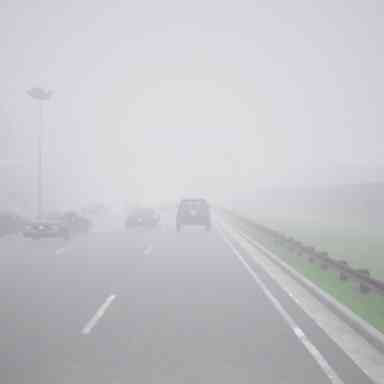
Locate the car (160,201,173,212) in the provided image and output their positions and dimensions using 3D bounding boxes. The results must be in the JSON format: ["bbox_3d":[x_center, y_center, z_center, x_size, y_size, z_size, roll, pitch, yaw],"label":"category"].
[{"bbox_3d":[-3.438,1.954,45.857,1.994,1.385,4.181,0,-1,1],"label":"car"}]

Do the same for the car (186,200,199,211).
[{"bbox_3d":[0.070,1.902,46.914,1.837,1.490,4.892,0,-1,0],"label":"car"}]

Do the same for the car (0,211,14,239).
[{"bbox_3d":[-10.413,1.699,17.734,2.033,1.411,5.357,0,0,0],"label":"car"}]

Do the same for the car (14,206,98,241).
[{"bbox_3d":[-6.914,1.699,17.742,2.033,1.411,5.357,0,0,0],"label":"car"}]

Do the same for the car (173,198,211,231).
[{"bbox_3d":[0.082,1.413,22.401,2.150,2.045,5.566,0,0,0],"label":"car"}]

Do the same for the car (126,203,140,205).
[{"bbox_3d":[-6.949,1.941,39.939,1.895,1.301,4.718,0,0,0],"label":"car"}]

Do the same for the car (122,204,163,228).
[{"bbox_3d":[-3.419,1.766,23.689,1.994,1.385,4.181,0,0,0],"label":"car"}]

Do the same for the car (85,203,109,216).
[{"bbox_3d":[-10.461,1.854,35.981,2.033,1.411,5.357,0,0,0],"label":"car"}]
